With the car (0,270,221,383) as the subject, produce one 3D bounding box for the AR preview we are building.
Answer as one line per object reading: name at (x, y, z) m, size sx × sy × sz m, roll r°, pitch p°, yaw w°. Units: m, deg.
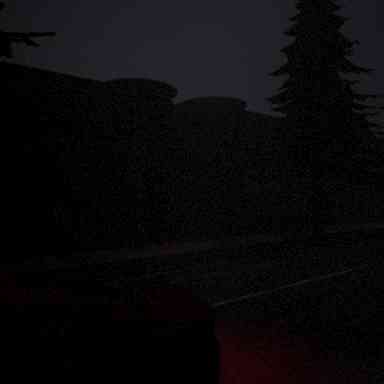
car at (-2.055, 1.477, 2.527) m, size 5.008 × 1.535 × 1.882 m, roll 0°, pitch 0°, yaw -36°
